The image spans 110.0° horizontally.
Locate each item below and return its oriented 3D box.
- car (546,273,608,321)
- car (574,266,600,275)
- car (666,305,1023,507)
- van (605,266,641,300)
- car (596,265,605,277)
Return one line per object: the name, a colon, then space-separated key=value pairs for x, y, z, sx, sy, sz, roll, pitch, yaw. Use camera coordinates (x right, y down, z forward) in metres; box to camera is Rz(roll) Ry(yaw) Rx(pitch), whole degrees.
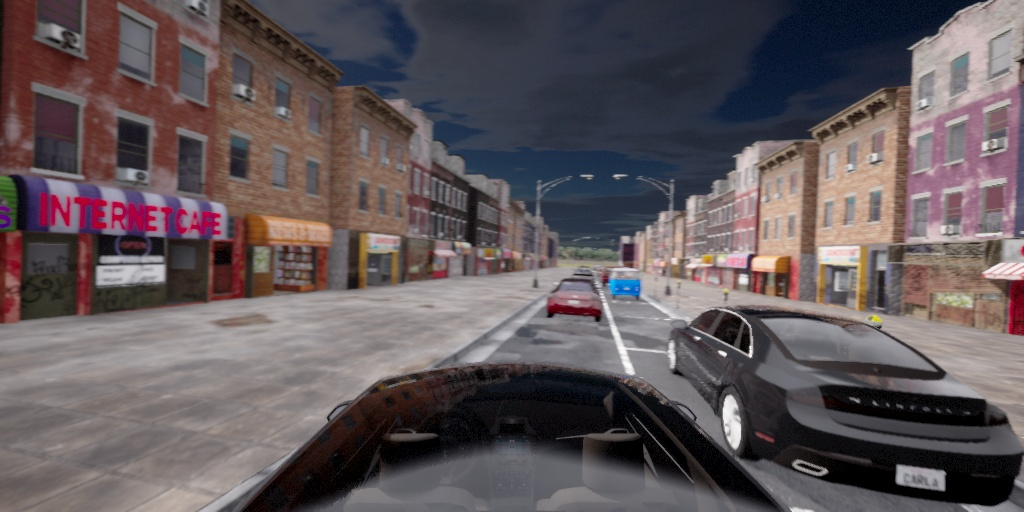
car: x=2.513 y=1.570 z=14.070 sx=1.994 sy=1.385 sz=4.181 roll=2 pitch=-1 yaw=12
car: x=5.827 y=1.823 z=29.354 sx=2.128 sy=1.511 sz=4.902 roll=2 pitch=-1 yaw=12
car: x=3.542 y=1.444 z=5.022 sx=1.837 sy=1.490 sz=4.892 roll=2 pitch=-1 yaw=12
van: x=6.711 y=1.617 z=21.599 sx=1.690 sy=1.789 sz=3.998 roll=0 pitch=0 yaw=12
car: x=9.052 y=1.822 z=32.410 sx=2.192 sy=1.841 sz=5.009 roll=0 pitch=0 yaw=12
